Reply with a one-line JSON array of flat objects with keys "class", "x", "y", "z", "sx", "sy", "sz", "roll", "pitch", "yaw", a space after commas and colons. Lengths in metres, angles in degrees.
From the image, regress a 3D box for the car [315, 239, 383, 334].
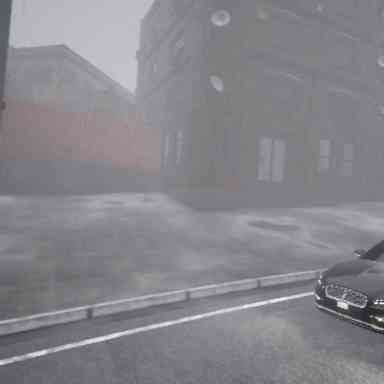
[{"class": "car", "x": 4.528, "y": 1.540, "z": 6.286, "sx": 4.892, "sy": 1.490, "sz": 1.837, "roll": 1, "pitch": -1, "yaw": -27}]
